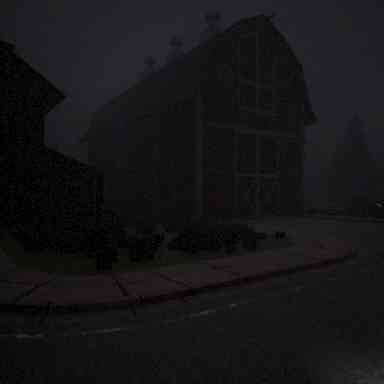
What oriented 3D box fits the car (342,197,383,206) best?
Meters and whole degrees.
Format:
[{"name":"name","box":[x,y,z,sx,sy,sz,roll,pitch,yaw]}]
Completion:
[{"name":"car","box":[18.272,1.355,35.134,2.097,1.767,4.553,0,0,-34]}]
